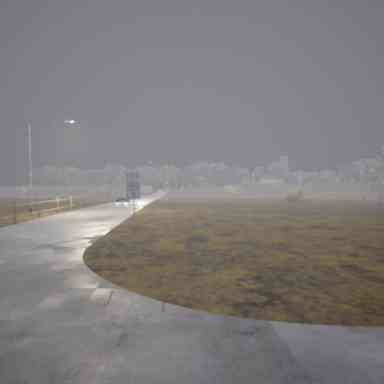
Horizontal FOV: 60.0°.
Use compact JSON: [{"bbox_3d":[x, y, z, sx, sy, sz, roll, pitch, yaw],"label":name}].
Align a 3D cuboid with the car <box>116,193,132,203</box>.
[{"bbox_3d":[-10.635,0.901,52.031,1.994,1.385,4.181,-2,0,-3],"label":"car"}]
